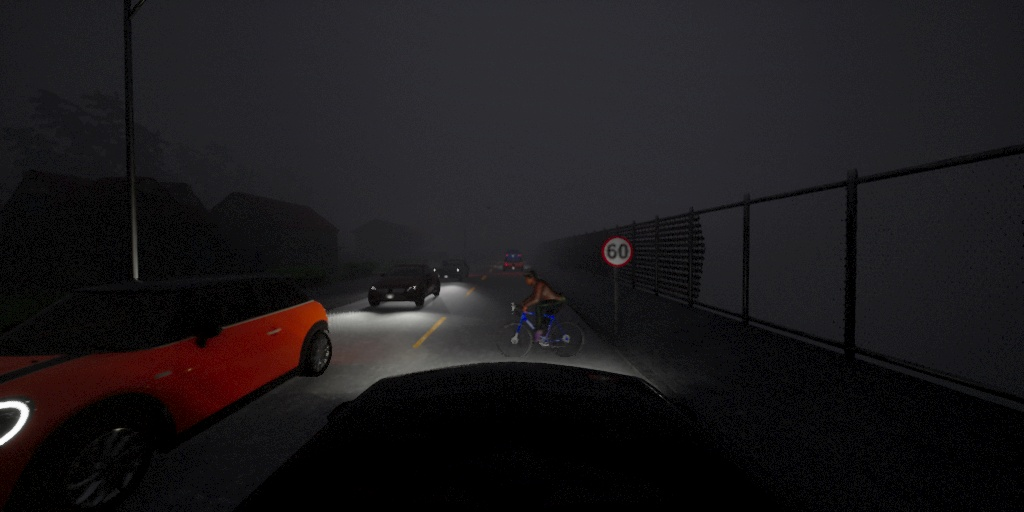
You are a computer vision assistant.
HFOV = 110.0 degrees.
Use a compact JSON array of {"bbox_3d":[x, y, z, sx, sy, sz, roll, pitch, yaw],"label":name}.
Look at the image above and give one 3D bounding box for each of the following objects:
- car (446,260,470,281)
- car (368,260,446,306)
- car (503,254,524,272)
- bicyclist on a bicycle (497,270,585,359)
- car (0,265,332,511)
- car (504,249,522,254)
[{"bbox_3d":[-4.032,0.919,24.227,1.895,1.301,4.718,0,1,0],"label":"car"},{"bbox_3d":[-4.067,1.037,14.278,1.812,1.442,4.674,0,1,0],"label":"car"},{"bbox_3d":[0.133,0.733,33.578,1.895,1.301,4.718,0,1,0],"label":"car"},{"bbox_3d":[0.519,1.086,6.614,1.656,1.620,0.582,-2,1,0],"label":"bicyclist on a bicycle"},{"bbox_3d":[-4.093,1.059,4.117,2.097,1.767,4.553,0,1,0],"label":"car"},{"bbox_3d":[0.157,0.065,48.406,2.150,2.045,5.566,0,1,0],"label":"car"}]
